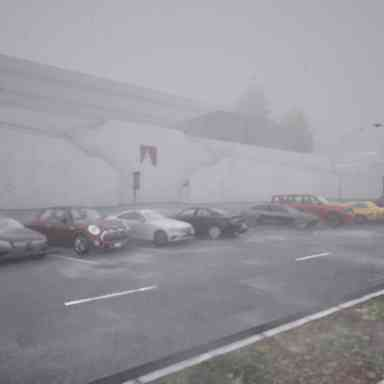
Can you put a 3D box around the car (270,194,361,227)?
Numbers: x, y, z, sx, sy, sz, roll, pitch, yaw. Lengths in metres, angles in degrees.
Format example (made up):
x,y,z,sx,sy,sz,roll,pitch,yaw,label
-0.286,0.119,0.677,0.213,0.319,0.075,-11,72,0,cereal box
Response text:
x,y,z,sx,sy,sz,roll,pitch,yaw,label
7.749,1.164,22.043,5.566,2.045,2.435,-1,-1,35,car

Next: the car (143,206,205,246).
x,y,z,sx,sy,sz,roll,pitch,yaw,label
-2.053,1.513,15.087,4.674,1.452,2.002,-1,-1,35,car

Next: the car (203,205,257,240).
x,y,z,sx,sy,sz,roll,pitch,yaw,label
0.396,1.460,16.820,5.008,1.535,2.097,-1,0,35,car

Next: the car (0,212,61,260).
x,y,z,sx,sy,sz,roll,pitch,yaw,label
-6.939,1.533,11.605,4.674,1.452,2.002,-1,-1,35,car

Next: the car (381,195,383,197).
x,y,z,sx,sy,sz,roll,pitch,yaw,label
17.470,1.131,29.028,5.566,2.045,2.435,-1,0,35,car

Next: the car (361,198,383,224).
x,y,z,sx,sy,sz,roll,pitch,yaw,label
10.325,1.397,23.689,5.366,1.575,1.946,-1,-1,35,car

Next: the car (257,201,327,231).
x,y,z,sx,sy,sz,roll,pitch,yaw,label
5.307,1.458,20.296,4.792,1.488,2.163,-1,-1,35,car

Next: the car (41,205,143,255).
x,y,z,sx,sy,sz,roll,pitch,yaw,label
-4.522,1.358,13.364,4.553,1.767,2.185,-1,-1,35,car
